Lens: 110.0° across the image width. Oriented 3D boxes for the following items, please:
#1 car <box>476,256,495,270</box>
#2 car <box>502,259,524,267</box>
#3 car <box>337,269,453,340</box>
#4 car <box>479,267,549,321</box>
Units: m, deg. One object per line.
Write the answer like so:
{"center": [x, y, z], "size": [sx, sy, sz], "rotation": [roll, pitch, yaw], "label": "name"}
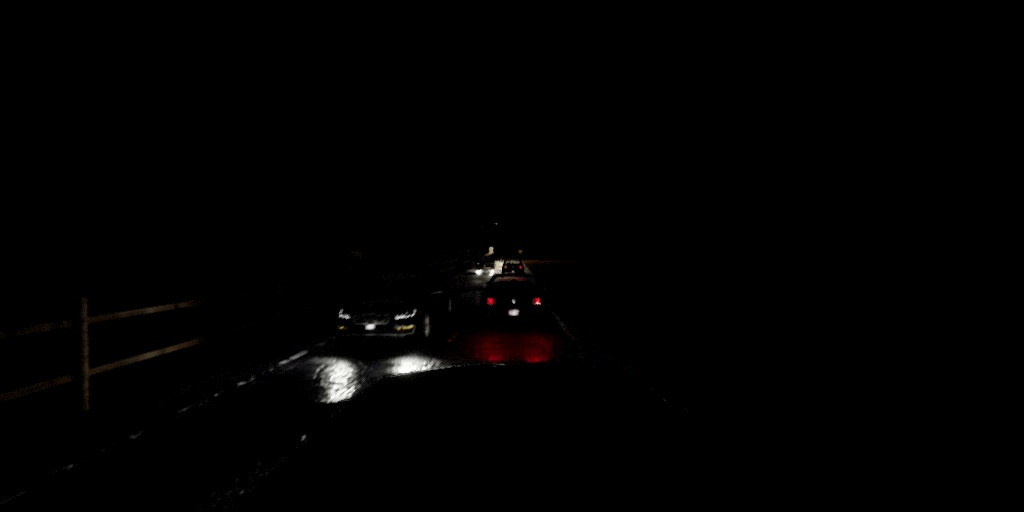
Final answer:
{"center": [-2.838, 0.738, 39.486], "size": [1.812, 1.442, 4.674], "rotation": [0, 1, 0], "label": "car"}
{"center": [0.081, 0.924, 31.504], "size": [1.895, 1.301, 4.718], "rotation": [0, 1, 0], "label": "car"}
{"center": [-2.798, 1.140, 9.560], "size": [1.837, 1.490, 4.892], "rotation": [0, 0, 1], "label": "car"}
{"center": [0.060, 1.203, 11.772], "size": [1.895, 1.301, 4.718], "rotation": [0, 1, 0], "label": "car"}
